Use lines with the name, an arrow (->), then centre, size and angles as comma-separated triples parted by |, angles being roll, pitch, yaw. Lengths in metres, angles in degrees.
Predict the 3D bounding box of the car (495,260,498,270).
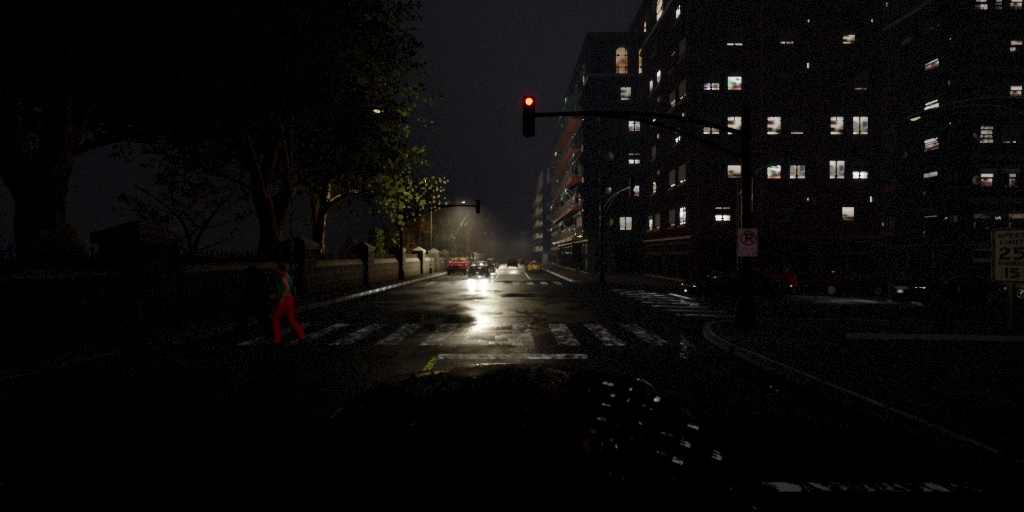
car -> -3.044, 1.263, 44.387 | 1.837, 1.490, 4.892 | 0, 0, 0

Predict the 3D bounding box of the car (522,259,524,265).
car -> 2.747, 1.307, 49.651 | 1.888, 1.381, 4.507 | 0, 0, 0

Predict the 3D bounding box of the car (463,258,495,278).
car -> -3.063, 1.245, 34.348 | 2.128, 1.511, 4.902 | 0, 0, 0

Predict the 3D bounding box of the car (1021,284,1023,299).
car -> 31.538, 1.857, 22.013 | 4.829, 1.417, 1.751 | 0, 0, 0

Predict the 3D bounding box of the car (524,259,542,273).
car -> 2.741, 1.283, 44.286 | 1.751, 1.417, 4.829 | 0, 0, 0

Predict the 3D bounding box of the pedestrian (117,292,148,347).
pedestrian -> -7.566, 0.888, 7.212 | 0.375, 1.860, 0.375 | 0, 0, 0

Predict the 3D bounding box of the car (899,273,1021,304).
car -> 23.460, 1.686, 19.403 | 4.902, 1.511, 2.128 | 1, 0, 0

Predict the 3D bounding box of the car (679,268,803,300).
car -> 12.101, 1.536, 19.427 | 5.357, 1.411, 2.033 | 1, 0, 1

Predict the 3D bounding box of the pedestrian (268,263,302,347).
pedestrian -> -4.939, 1.043, 7.810 | 0.375, 1.860, 0.375 | 0, 0, 0

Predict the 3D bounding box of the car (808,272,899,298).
car -> 20.316, 1.671, 21.992 | 4.507, 1.381, 1.888 | 0, 0, 0

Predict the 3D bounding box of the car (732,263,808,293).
car -> 14.622, 1.338, 21.981 | 5.009, 1.841, 2.192 | 0, 0, 0

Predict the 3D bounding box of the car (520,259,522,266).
car -> 2.754, 1.316, 55.187 | 2.007, 1.370, 4.403 | 0, 0, 0

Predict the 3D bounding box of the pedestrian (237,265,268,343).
pedestrian -> -6.062, 1.044, 8.411 | 0.375, 1.860, 0.375 | 0, 0, 0

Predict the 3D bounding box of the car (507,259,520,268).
car -> 0.075, 1.249, 63.484 | 1.882, 1.535, 5.008 | 0, 0, 0

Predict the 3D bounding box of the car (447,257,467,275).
car -> -5.646, 1.070, 38.590 | 2.192, 1.841, 5.009 | 0, 0, 0
